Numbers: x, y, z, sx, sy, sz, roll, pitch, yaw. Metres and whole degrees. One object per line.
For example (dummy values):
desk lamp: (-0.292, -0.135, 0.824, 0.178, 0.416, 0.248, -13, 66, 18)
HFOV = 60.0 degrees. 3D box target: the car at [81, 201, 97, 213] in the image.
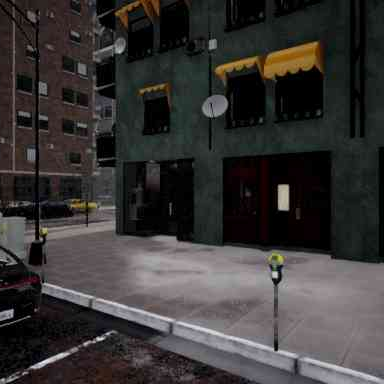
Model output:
car: (-10.982, 1.249, 30.495, 1.752, 1.417, 4.829, 1, 1, 35)

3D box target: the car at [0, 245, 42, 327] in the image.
car: (-4.487, 1.551, 6.065, 4.403, 1.369, 2.008, 0, 0, 35)

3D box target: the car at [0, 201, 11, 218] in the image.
car: (-14.067, 1.350, 26.067, 2.008, 1.369, 4.403, 1, 1, 35)

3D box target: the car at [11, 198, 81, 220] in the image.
car: (-11.175, 1.344, 25.705, 1.994, 1.385, 4.181, 0, 1, 35)
